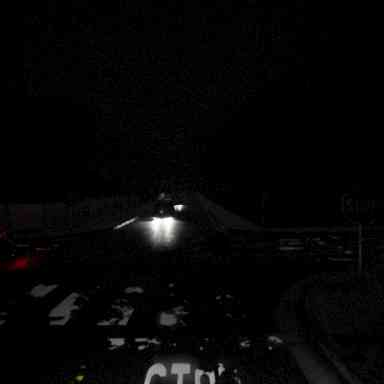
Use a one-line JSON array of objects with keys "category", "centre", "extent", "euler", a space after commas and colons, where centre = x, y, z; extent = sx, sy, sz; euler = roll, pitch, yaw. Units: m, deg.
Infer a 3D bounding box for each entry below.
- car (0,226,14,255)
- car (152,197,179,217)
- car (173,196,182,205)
[{"category": "car", "centre": [-8.920, 1.682, 11.340], "extent": [5.008, 1.535, 1.882], "euler": [-1, 4, -15]}, {"category": "car", "centre": [-2.691, 1.502, 31.789], "extent": [2.128, 1.511, 4.902], "euler": [0, 0, 0]}, {"category": "car", "centre": [-2.643, 1.448, 57.550], "extent": [2.128, 1.511, 4.902], "euler": [0, 0, 0]}]
